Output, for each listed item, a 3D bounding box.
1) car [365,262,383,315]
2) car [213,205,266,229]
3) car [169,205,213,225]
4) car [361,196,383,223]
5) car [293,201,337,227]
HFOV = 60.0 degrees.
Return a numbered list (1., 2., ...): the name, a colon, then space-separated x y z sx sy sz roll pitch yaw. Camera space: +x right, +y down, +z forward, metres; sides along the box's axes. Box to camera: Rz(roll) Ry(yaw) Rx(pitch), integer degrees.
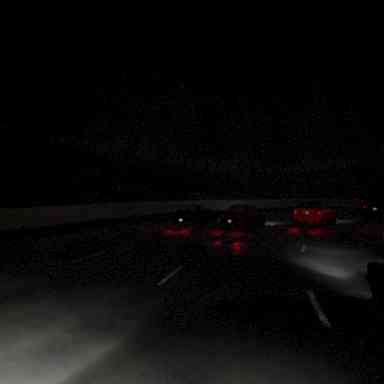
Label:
1. car: 4.144 1.629 4.590 1.895 1.301 4.718 0 0 8
2. car: 3.411 1.554 21.931 1.812 1.442 4.674 0 0 30
3. car: 0.401 1.610 24.378 1.895 1.301 4.718 0 0 31
4. car: 14.986 1.327 25.724 2.150 2.045 5.566 0 0 45
5. car: 8.892 1.418 23.835 2.097 1.767 4.553 0 0 36
